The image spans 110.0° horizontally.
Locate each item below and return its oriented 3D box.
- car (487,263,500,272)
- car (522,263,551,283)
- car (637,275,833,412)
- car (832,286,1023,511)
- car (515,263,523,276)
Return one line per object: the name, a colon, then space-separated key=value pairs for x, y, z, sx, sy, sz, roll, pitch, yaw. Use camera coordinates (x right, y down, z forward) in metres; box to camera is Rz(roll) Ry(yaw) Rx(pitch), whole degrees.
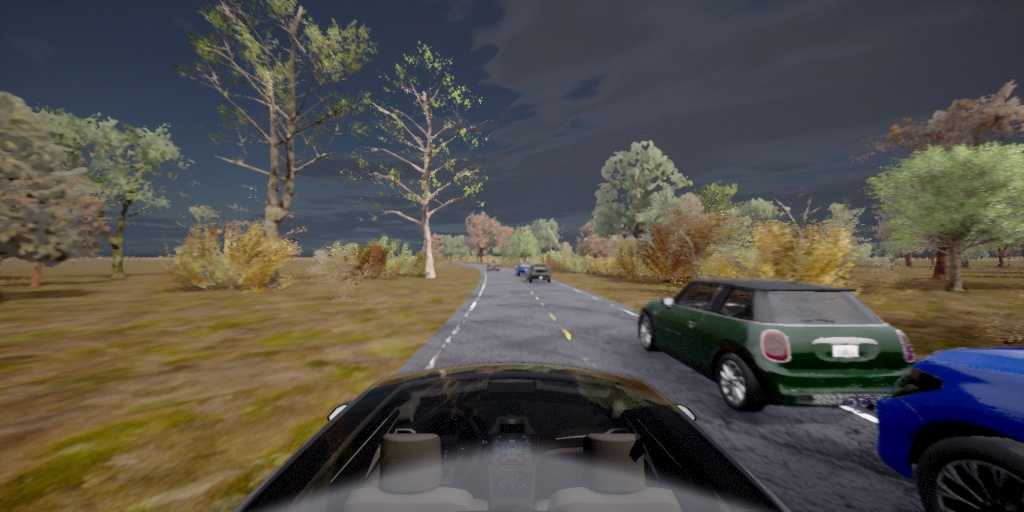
car: x=-2.958 y=1.787 z=56.491 sx=1.994 sy=1.385 sz=4.181 roll=0 pitch=-1 yaw=-6
car: x=2.232 y=1.518 z=31.476 sx=1.837 sy=1.490 sz=4.892 roll=0 pitch=0 yaw=-3
car: x=3.893 y=1.151 z=6.326 sx=2.097 sy=1.767 sz=4.553 roll=0 pitch=0 yaw=0
car: x=3.896 y=0.974 z=0.357 sx=2.150 sy=2.045 sz=5.566 roll=0 pitch=0 yaw=0
car: x=1.441 y=1.592 z=43.256 sx=1.882 sy=1.535 sz=5.008 roll=0 pitch=0 yaw=-5
